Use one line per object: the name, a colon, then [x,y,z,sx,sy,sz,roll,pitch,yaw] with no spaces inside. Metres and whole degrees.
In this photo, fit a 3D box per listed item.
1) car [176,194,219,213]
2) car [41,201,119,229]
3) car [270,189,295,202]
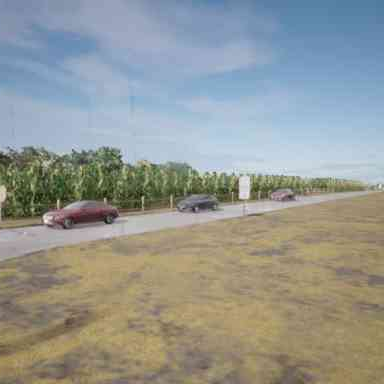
car: [0.568,1.008,29.364,1.837,1.490,4.892,1,2,36]
car: [-6.419,1.254,19.604,1.812,1.442,4.674,1,2,36]
car: [12.530,0.392,45.969,2.097,1.767,4.553,1,2,36]
